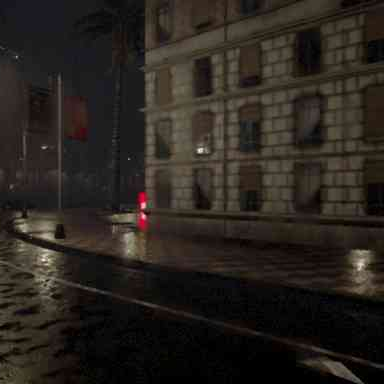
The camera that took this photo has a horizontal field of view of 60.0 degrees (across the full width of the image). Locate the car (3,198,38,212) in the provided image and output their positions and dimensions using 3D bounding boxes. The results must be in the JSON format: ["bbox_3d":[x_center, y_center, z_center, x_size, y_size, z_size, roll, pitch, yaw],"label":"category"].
[{"bbox_3d":[-19.772,1.476,38.652,1.882,1.535,5.008,0,0,2],"label":"car"}]
